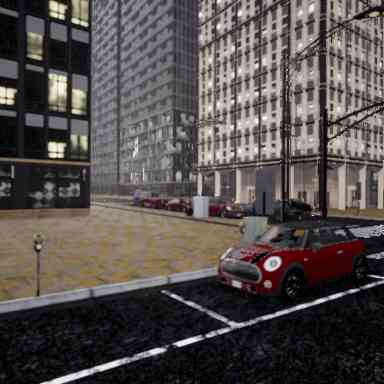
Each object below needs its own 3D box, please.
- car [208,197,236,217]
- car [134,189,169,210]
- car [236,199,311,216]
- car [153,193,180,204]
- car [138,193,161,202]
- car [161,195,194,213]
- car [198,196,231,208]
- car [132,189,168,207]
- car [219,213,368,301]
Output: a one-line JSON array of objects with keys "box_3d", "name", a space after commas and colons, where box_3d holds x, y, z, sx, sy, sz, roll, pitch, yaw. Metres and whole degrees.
[{"box_3d": [2.424, 1.228, 27.255, 1.967, 1.590, 4.097, 2, 0, -36], "name": "car"}, {"box_3d": [-4.065, 0.888, 36.317, 2.192, 1.841, 5.009, 2, 0, -36], "name": "car"}, {"box_3d": [6.286, 1.412, 26.281, 2.033, 1.411, 5.357, 1, 1, -36], "name": "car"}, {"box_3d": [-3.890, 0.941, 50.454, 1.752, 1.417, 4.829, 2, 0, -36], "name": "car"}, {"box_3d": [-7.040, 0.878, 54.849, 1.947, 1.339, 4.313, 2, 0, -36], "name": "car"}, {"box_3d": [-0.827, 1.262, 31.786, 1.802, 1.307, 4.206, 2, 0, -36], "name": "car"}, {"box_3d": [2.702, 1.216, 41.248, 1.802, 1.307, 4.206, 2, 0, -36], "name": "car"}, {"box_3d": [-5.492, 0.697, 42.741, 2.150, 2.045, 5.566, 1, 1, -36], "name": "car"}, {"box_3d": [2.609, 1.502, 8.422, 4.097, 1.590, 1.967, 1, 0, -35], "name": "car"}]
